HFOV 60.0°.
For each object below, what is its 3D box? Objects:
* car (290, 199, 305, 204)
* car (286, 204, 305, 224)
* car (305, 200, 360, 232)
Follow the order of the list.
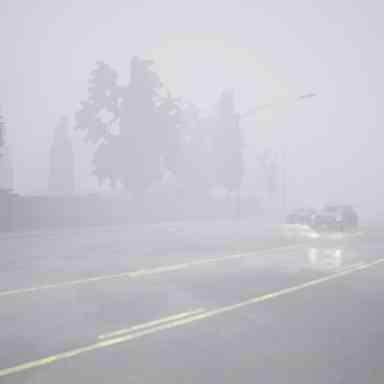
[{"bbox_3d":[21.983,2.516,67.713,2.150,2.045,5.566,0,-1,-8],"label":"car"},{"bbox_3d":[9.414,1.944,27.663,1.994,1.385,4.181,0,-1,39],"label":"car"},{"bbox_3d":[9.860,1.657,22.835,2.097,1.767,4.553,0,-1,41],"label":"car"}]
